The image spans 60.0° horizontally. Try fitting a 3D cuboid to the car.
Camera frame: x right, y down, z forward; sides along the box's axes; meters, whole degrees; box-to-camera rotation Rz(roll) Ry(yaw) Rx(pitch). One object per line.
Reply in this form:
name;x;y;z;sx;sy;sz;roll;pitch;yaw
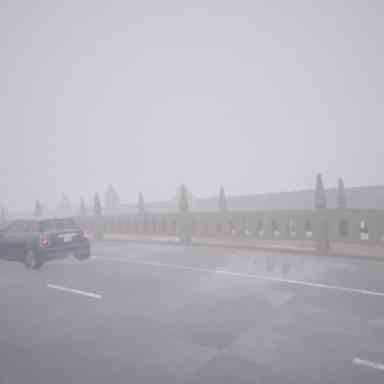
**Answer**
car;-5.945;1.736;12.531;4.553;1.767;2.097;-4;-2;35
